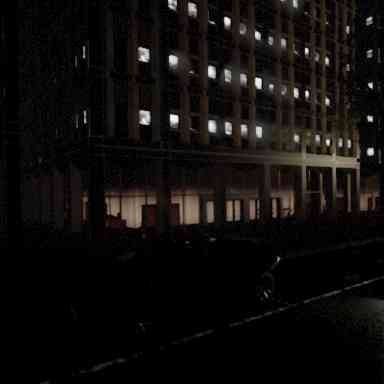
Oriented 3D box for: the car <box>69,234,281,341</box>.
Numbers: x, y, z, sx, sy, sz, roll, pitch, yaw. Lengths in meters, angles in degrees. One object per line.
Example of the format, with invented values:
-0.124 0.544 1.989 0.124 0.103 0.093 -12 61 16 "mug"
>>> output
-0.093 1.546 6.495 4.313 1.339 1.947 0 0 -35 "car"
